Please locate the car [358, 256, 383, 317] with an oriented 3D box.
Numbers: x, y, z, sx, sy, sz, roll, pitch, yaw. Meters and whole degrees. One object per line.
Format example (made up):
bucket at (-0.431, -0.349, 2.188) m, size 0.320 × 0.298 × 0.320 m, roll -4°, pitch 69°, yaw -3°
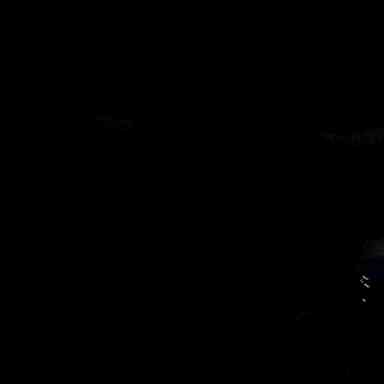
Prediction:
car at (5.261, 1.481, 6.459) m, size 5.008 × 1.535 × 1.882 m, roll 0°, pitch 0°, yaw -33°
